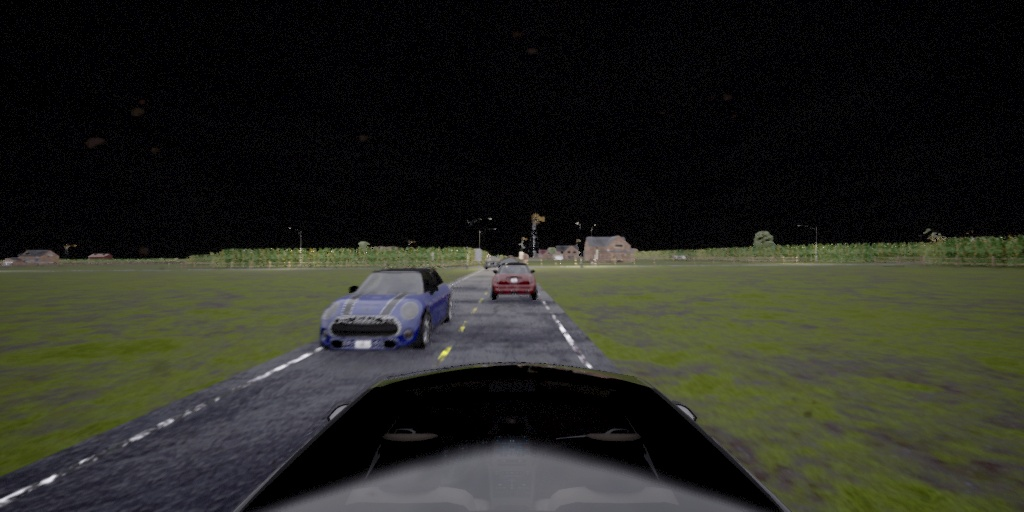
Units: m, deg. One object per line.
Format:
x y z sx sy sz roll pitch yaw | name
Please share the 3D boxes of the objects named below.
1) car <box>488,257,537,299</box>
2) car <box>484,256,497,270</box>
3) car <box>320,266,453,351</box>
0.096 1.096 18.147 2.097 1.767 4.553 0 0 0 | car
-2.763 1.066 52.466 2.150 2.045 5.566 0 0 0 | car
-2.852 1.097 9.109 2.097 1.767 4.553 0 0 0 | car
